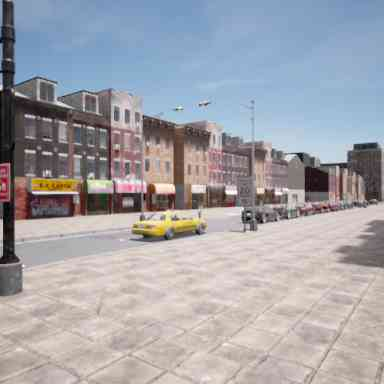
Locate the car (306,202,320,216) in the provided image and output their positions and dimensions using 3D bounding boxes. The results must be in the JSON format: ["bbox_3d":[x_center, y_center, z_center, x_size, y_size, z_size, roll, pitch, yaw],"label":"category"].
[{"bbox_3d":[11.944,1.820,35.530,1.802,1.307,4.206,-1,-1,35],"label":"car"}]

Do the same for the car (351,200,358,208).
[{"bbox_3d":[24.975,2.013,53.876,2.008,1.369,4.403,-1,-1,35],"label":"car"}]

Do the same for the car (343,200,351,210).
[{"bbox_3d":[21.717,1.951,49.289,2.008,1.369,4.403,-1,-1,35],"label":"car"}]

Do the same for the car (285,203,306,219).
[{"bbox_3d":[8.686,1.742,30.944,2.008,1.369,4.403,-1,-1,35],"label":"car"}]

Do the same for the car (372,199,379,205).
[{"bbox_3d":[44.520,2.461,81.391,2.008,1.369,4.403,-2,-2,35],"label":"car"}]

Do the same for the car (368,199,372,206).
[{"bbox_3d":[34.748,2.211,67.634,1.887,1.381,4.507,-1,-2,35],"label":"car"}]

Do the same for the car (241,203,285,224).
[{"bbox_3d":[5.428,1.714,26.358,1.947,1.339,4.313,-1,-1,35],"label":"car"}]

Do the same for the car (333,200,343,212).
[{"bbox_3d":[18.458,1.783,44.705,1.967,1.590,4.097,-1,-1,35],"label":"car"}]

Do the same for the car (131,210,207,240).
[{"bbox_3d":[-0.990,1.597,17.324,1.752,1.417,4.829,-1,-1,35],"label":"car"}]

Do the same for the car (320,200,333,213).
[{"bbox_3d":[15.201,1.833,40.117,1.887,1.381,4.507,-1,-1,35],"label":"car"}]

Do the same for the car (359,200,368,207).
[{"bbox_3d":[31.491,2.146,63.049,2.008,1.369,4.403,-1,-1,35],"label":"car"}]
